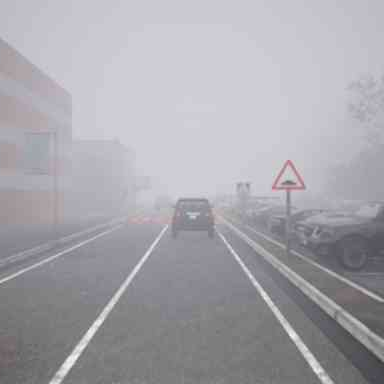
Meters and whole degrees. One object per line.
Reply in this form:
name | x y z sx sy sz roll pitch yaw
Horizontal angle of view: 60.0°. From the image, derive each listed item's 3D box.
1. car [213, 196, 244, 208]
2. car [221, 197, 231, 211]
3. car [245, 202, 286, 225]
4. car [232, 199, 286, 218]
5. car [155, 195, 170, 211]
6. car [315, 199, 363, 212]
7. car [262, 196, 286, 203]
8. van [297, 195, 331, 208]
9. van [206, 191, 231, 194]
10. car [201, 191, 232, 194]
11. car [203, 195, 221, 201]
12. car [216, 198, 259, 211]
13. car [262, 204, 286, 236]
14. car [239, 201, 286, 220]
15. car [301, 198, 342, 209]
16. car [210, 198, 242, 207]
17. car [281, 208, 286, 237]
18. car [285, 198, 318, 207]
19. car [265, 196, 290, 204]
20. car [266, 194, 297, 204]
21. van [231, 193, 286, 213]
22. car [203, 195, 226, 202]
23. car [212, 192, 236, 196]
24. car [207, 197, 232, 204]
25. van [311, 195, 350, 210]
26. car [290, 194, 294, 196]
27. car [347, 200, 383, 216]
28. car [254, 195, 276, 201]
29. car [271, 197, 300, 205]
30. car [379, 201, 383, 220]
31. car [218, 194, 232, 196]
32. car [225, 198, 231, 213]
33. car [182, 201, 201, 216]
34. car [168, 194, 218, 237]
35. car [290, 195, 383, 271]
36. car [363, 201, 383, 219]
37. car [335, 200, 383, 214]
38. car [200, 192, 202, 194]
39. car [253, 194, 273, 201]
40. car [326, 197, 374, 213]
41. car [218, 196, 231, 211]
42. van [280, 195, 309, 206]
car | 5.734 1.567 52.774 4.553 1.767 2.185 0 0 -1
car | 6.130 1.602 35.823 5.366 1.575 1.946 0 0 -1
car | 6.142 1.572 21.693 4.674 1.452 2.002 0 0 -1
car | 6.035 1.591 27.344 4.792 1.488 2.163 0 0 -1
car | -3.611 1.411 43.921 2.150 2.045 5.566 0 0 0
car | 18.433 1.634 41.841 5.008 1.535 2.097 0 0 -1
car | 17.965 1.645 72.919 4.792 1.488 2.163 0 1 -1
van | 18.429 1.452 50.190 4.442 1.987 1.878 0 0 -1
van | 5.578 1.428 69.746 4.442 1.987 1.878 0 1 -1
car | 5.393 1.367 72.568 5.566 2.045 2.435 0 1 -1
car | 5.223 1.482 86.698 4.674 1.452 2.002 0 1 -1
car | 6.009 1.646 44.300 5.366 1.575 1.946 0 0 -1
car | 6.220 1.500 16.044 5.008 1.535 2.097 0 0 -1
car | 6.107 1.587 24.519 4.674 1.452 2.002 0 0 -1
car | 18.357 1.664 47.363 4.892 1.521 2.231 0 0 -1
car | 5.657 1.707 55.599 5.008 1.535 2.097 0 0 -1
car | 6.263 1.522 13.216 4.674 1.452 2.002 0 0 -1
car | 18.264 1.736 55.832 4.792 1.488 2.163 0 0 -1
car | 18.005 1.680 70.095 4.792 1.488 2.163 0 1 -1
car | 18.046 1.435 67.269 5.566 2.045 2.435 0 1 -1
van | 6.141 1.350 30.173 4.442 1.987 1.878 0 0 -1
car | 5.486 1.510 81.050 5.366 1.575 1.946 0 1 -1
car | 5.812 1.412 47.124 5.566 2.045 2.435 0 0 -1
car | 5.504 1.729 66.922 4.674 1.452 2.002 0 1 -1
van | 18.505 1.422 44.540 4.442 1.987 1.878 0 0 -1
car | 18.239 1.567 53.134 4.553 1.767 2.185 0 0 -1
car | 18.553 1.590 33.371 5.008 1.535 2.097 0 0 -1
car | 17.871 1.510 81.388 5.008 1.535 2.097 0 1 -1
car | 18.108 1.718 64.438 5.008 1.535 2.097 0 1 -1
car | 18.626 1.561 27.600 5.008 1.535 2.097 0 0 -1
car | 5.895 1.509 41.473 4.553 1.767 2.185 0 0 -1
car | 5.982 1.631 32.995 4.674 1.452 2.002 0 0 -1
car | -0.095 1.723 36.119 1.994 1.385 4.181 0 0 -1
car | 0.033 1.312 18.665 2.150 2.045 5.566 0 0 0
car | 6.277 1.213 10.393 5.566 2.045 2.435 0 0 -1
car | 18.620 1.605 30.424 4.792 1.488 2.163 0 0 -1
car | 18.503 1.605 36.194 5.008 1.535 2.097 0 0 -1
car | 5.210 1.437 89.525 4.792 1.488 2.163 0 1 -1
car | 17.807 1.351 84.085 4.553 1.767 2.185 0 1 -1
car | 18.499 1.494 39.019 4.553 1.767 2.185 0 0 -1
car | 5.718 1.617 38.644 5.366 1.575 1.946 0 0 -1
van | 18.074 1.495 58.657 4.442 1.987 1.878 0 0 -1
